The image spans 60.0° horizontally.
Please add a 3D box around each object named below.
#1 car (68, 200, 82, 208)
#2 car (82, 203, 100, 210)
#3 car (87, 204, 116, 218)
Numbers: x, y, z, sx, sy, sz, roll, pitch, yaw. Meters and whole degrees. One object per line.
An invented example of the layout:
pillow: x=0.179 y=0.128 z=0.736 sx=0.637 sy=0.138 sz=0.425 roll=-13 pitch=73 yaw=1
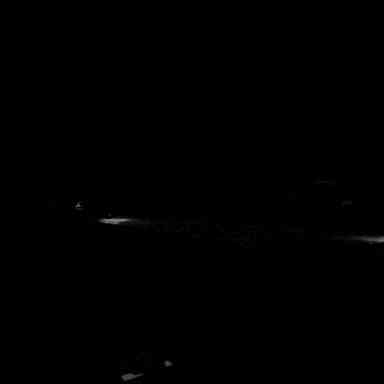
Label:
car: x=-22.330 y=2.316 z=63.916 sx=1.837 sy=1.490 sz=4.892 roll=0 pitch=1 yaw=-36
car: x=-16.335 y=2.485 z=55.573 sx=1.895 sy=1.301 sz=4.718 roll=0 pitch=1 yaw=-35
car: x=-11.303 y=2.553 z=42.213 sx=1.895 sy=1.301 sz=4.718 roll=0 pitch=0 yaw=-36
